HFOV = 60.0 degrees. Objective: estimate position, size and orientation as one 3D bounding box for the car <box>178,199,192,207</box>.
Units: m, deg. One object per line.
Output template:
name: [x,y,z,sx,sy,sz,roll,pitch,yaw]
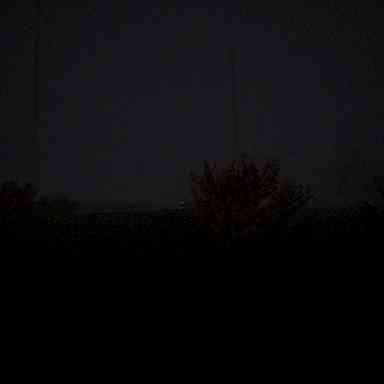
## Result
car: [-0.485,2.026,60.575,2.128,1.511,4.902,-1,-1,36]
